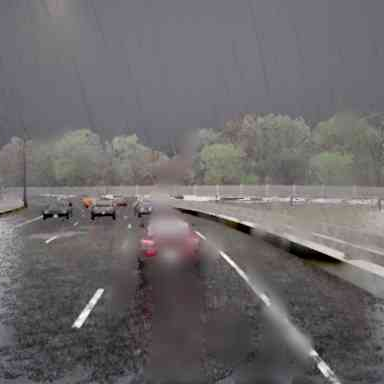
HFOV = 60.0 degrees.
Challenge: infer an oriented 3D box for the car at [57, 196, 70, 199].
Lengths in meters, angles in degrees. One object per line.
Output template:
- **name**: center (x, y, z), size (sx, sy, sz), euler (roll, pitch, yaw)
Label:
- **car**: center (-17.060, 1.297, 44.076), size (2.128, 1.511, 4.902), euler (0, 1, -25)

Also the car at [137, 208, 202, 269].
- **car**: center (-0.769, 1.463, 10.928), size (1.812, 1.442, 4.674), euler (0, 0, -5)

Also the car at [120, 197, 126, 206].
- **car**: center (-10.544, 1.329, 46.611), size (1.994, 1.385, 4.181), euler (0, 0, -25)

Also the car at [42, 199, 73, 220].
- **car**: center (-10.702, 1.482, 26.854), size (1.895, 1.301, 4.718), euler (0, 0, -15)

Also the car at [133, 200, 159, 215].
- **car**: center (-3.998, 1.392, 28.879), size (2.033, 1.411, 5.357), euler (0, 0, -15)

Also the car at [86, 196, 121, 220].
- **car**: center (-7.215, 1.358, 27.176), size (2.128, 1.511, 4.902), euler (0, 0, -15)

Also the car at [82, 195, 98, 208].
- **car**: center (-13.475, 1.138, 44.591), size (2.097, 1.767, 4.553), euler (0, 0, -24)
